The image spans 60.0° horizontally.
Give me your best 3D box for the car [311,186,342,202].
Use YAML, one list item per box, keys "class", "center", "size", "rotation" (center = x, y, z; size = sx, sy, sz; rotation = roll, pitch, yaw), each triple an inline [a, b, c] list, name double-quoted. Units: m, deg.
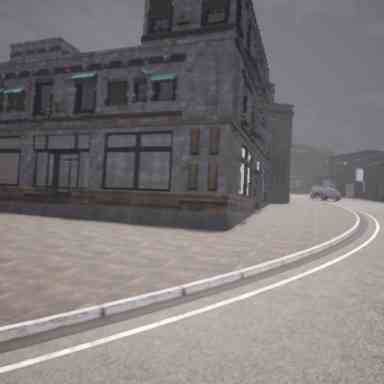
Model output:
- class: "car"
  center: [18.313, 0.187, 45.728]
  size: [2.150, 2.045, 5.566]
  rotation: [3, 2, -4]
